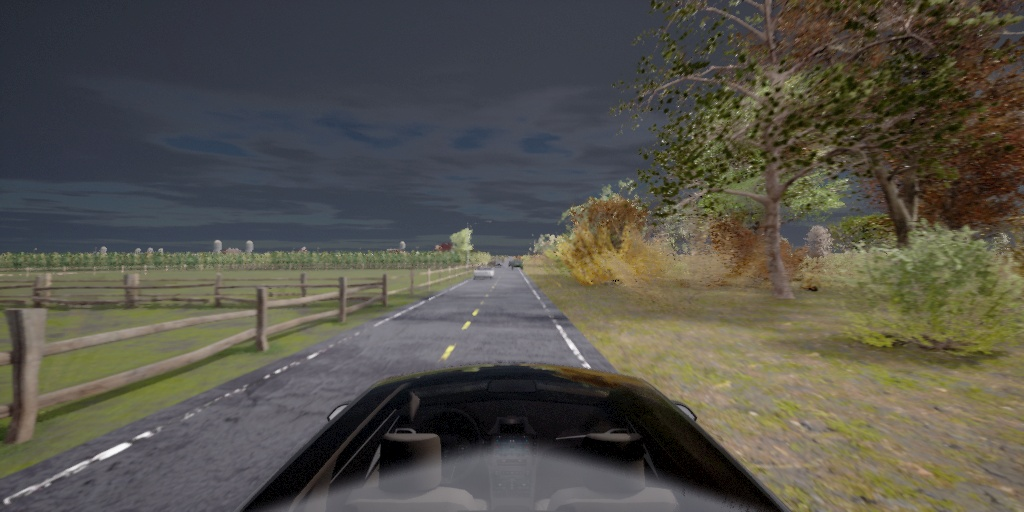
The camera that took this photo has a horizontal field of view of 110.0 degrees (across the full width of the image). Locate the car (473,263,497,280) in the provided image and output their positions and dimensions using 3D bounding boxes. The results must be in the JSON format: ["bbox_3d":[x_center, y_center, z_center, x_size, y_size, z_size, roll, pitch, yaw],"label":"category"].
[{"bbox_3d":[-2.830,1.705,36.511,1.895,1.301,4.718,0,-1,0],"label":"car"}]
